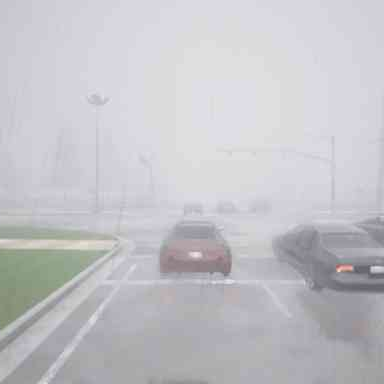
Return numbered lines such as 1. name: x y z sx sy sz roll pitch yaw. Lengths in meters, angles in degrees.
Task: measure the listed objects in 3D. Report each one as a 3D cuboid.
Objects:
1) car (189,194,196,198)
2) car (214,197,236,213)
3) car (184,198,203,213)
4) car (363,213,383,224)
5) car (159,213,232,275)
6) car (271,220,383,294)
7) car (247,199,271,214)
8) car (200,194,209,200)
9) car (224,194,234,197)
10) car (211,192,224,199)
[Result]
1. car: 0.034 1.469 91.005 1.882 1.535 5.008 0 0 0
2. car: 3.613 1.564 36.178 1.994 1.385 4.181 0 0 0
3. car: 0.113 1.601 34.233 1.895 1.301 4.718 0 0 0
4. car: 7.099 1.492 11.748 2.128 1.511 4.902 0 0 0
5. car: 0.097 1.564 10.447 1.994 1.385 4.181 0 0 0
6. car: 3.597 1.548 8.951 2.033 1.411 5.357 0 0 0
7. car: 7.113 1.492 35.783 2.128 1.511 4.902 0 0 0
8. car: 3.534 1.590 91.450 1.895 1.301 4.718 0 0 0
9. car: 10.534 1.491 91.001 1.837 1.490 4.892 0 0 0
10. car: 7.034 1.519 91.419 1.812 1.442 4.674 0 0 0
